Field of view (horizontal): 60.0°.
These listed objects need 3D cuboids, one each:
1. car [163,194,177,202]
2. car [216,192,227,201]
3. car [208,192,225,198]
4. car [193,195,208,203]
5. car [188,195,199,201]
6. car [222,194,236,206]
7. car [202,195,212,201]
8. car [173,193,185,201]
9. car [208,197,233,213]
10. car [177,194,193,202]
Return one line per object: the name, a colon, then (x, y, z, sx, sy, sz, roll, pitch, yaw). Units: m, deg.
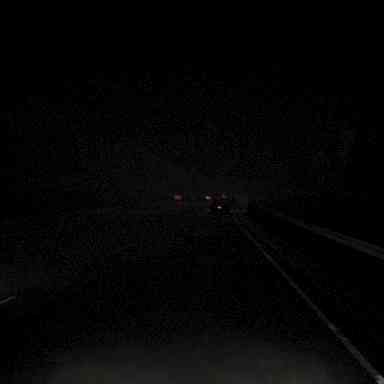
car: (-4.905, 1.495, 72.901, 1.837, 1.490, 4.892, 0, 0, 10)
car: (7.217, 1.071, 81.417, 2.150, 2.045, 5.566, 0, 0, 10)
car: (5.448, 1.228, 71.148, 2.150, 2.045, 5.566, 0, 0, 10)
car: (1.994, 1.478, 71.713, 1.882, 1.535, 5.008, 0, 0, 10)
car: (0.314, 1.394, 82.576, 1.994, 1.385, 4.181, 0, 0, 10)
car: (6.551, 1.536, 56.417, 1.812, 1.442, 4.674, 0, 0, 10)
car: (3.763, 1.368, 81.982, 1.812, 1.442, 4.674, 0, 0, 10)
car: (-3.141, 1.194, 83.140, 2.097, 1.767, 4.553, 0, 0, 10)
car: (3.177, 1.570, 36.520, 1.994, 1.385, 4.181, 0, 0, 9)
car: (-1.385, 1.523, 72.718, 1.812, 1.442, 4.674, 0, 0, 10)
